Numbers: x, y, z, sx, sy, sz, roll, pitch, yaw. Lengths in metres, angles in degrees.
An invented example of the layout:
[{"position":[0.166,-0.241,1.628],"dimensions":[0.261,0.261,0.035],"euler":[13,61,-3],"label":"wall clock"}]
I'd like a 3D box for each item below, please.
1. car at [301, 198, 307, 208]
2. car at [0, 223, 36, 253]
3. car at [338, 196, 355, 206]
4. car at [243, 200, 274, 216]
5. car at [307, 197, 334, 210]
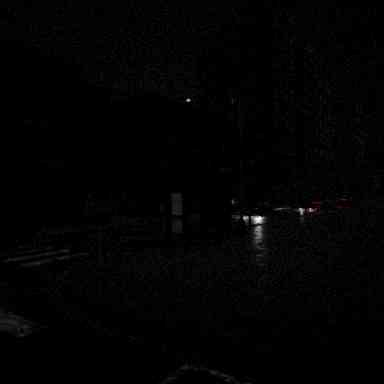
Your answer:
[{"position":[17.070,1.542,47.653],"dimensions":[1.837,1.490,4.892],"euler":[-1,0,35],"label":"car"},{"position":[-8.358,1.681,11.997],"dimensions":[1.895,1.301,4.718],"euler":[-1,0,35],"label":"car"},{"position":[25.107,1.436,54.071],"dimensions":[2.128,1.511,4.902],"euler":[-1,0,36],"label":"car"},{"position":[6.681,1.559,33.182],"dimensions":[1.812,1.442,4.674],"euler":[-1,0,35],"label":"car"},{"position":[16.527,1.475,41.966],"dimensions":[1.837,1.490,4.892],"euler":[-1,-1,35],"label":"car"}]
